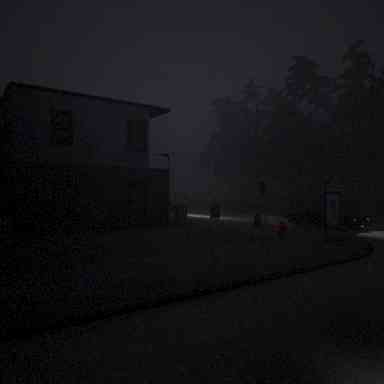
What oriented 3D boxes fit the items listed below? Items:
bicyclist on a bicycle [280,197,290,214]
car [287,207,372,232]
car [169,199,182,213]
[{"bbox_3d":[9.320,1.349,33.312,1.656,1.620,0.582,0,0,-36],"label":"bicyclist on a bicycle"},{"bbox_3d":[8.246,1.601,20.323,1.895,1.301,4.718,0,0,-35],"label":"car"},{"bbox_3d":[-2.731,1.491,35.727,2.128,1.511,4.902,0,0,-36],"label":"car"}]
